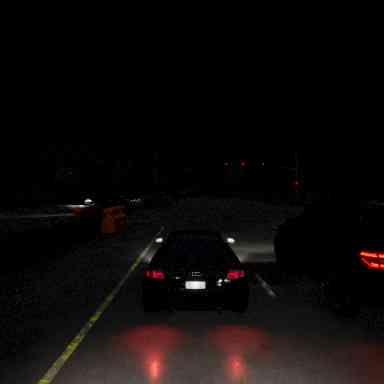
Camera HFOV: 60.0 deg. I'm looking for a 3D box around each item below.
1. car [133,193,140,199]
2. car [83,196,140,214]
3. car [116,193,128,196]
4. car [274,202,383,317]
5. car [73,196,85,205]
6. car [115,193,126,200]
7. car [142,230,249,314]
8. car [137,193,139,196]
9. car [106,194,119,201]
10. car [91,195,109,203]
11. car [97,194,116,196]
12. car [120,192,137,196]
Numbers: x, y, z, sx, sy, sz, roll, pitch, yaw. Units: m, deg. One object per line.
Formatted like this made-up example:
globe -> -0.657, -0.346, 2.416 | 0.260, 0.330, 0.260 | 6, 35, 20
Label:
car -> -15.775, 1.155, 93.780 | 1.837, 1.490, 4.892 | 0, 0, -11
car -> -7.984, 1.419, 33.423 | 4.902, 1.511, 2.128 | 0, 0, -28
car -> -14.342, 1.388, 64.249 | 1.895, 1.301, 4.718 | 0, 0, 0
car -> 3.591, 1.221, 7.627 | 2.150, 2.045, 5.566 | 0, 0, -2
car -> -17.840, 1.378, 54.515 | 2.033, 1.411, 5.357 | 0, 0, 0
car -> -17.979, 1.056, 83.590 | 2.097, 1.767, 4.553 | 0, 0, -3
car -> 0.069, 1.563, 7.698 | 1.994, 1.385, 4.181 | 0, 0, 0
car -> -14.473, 1.296, 83.629 | 1.895, 1.301, 4.718 | 0, 0, -3
car -> -17.864, 1.241, 74.621 | 1.837, 1.490, 4.892 | 0, 0, 0
car -> -17.831, 1.331, 64.942 | 2.033, 1.411, 5.357 | 0, 0, 0
car -> -14.335, 1.396, 54.135 | 1.994, 1.385, 4.181 | 0, 0, 0
car -> -14.360, 0.969, 74.010 | 2.150, 2.045, 5.566 | 0, 0, 0
